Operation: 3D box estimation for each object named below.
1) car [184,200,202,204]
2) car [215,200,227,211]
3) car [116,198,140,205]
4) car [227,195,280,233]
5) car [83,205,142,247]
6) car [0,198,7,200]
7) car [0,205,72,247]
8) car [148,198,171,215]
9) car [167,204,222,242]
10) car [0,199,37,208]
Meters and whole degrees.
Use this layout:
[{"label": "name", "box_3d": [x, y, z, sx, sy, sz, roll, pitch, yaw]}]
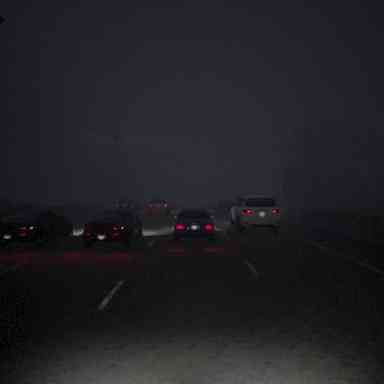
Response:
[{"label": "car", "box_3d": [0.095, 1.643, 37.580, 1.812, 1.442, 4.674, 0, -1, 0]}, {"label": "car", "box_3d": [3.594, 1.643, 37.593, 1.812, 1.442, 4.674, 0, -1, 0]}, {"label": "car", "box_3d": [-6.906, 1.455, 36.298, 2.097, 1.767, 4.553, 0, -1, 0]}, {"label": "car", "box_3d": [3.597, 1.212, 19.757, 2.150, 2.045, 5.566, 0, 0, 0]}, {"label": "car", "box_3d": [-3.403, 1.504, 14.771, 1.812, 1.442, 4.674, 0, 0, 0]}, {"label": "car", "box_3d": [-21.096, 1.449, 35.759, 2.097, 1.767, 4.553, 0, -1, 0]}, {"label": "car", "box_3d": [-6.902, 1.504, 14.784, 1.812, 1.442, 4.674, 0, 0, 0]}, {"label": "car", "box_3d": [-3.406, 1.449, 35.632, 2.097, 1.767, 4.553, 0, -1, 0]}, {"label": "car", "box_3d": [0.098, 1.529, 16.308, 2.033, 1.411, 5.357, 0, 0, 0]}, {"label": "car", "box_3d": [-17.602, 1.688, 34.775, 1.895, 1.301, 4.718, 0, -1, 0]}]
